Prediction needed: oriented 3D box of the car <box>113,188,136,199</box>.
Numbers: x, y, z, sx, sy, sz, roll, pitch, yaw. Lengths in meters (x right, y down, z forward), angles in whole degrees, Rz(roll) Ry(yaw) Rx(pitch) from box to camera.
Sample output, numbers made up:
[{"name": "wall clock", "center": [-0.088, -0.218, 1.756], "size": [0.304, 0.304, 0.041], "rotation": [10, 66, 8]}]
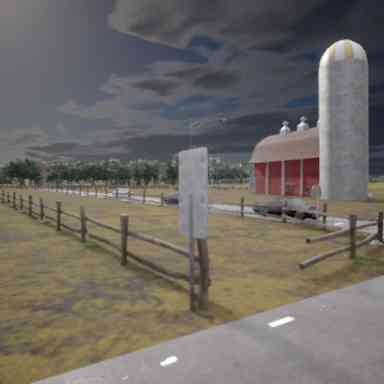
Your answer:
[{"name": "car", "center": [-9.326, 0.185, 45.550], "size": [1.812, 1.442, 4.674], "rotation": [-1, 2, -35]}]

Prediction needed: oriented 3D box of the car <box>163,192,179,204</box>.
[{"name": "car", "center": [-0.874, 0.669, 33.613], "size": [2.033, 1.411, 5.357], "rotation": [-1, 2, -35]}]

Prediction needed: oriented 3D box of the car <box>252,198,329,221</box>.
[{"name": "car", "center": [6.639, 1.107, 23.045], "size": [2.033, 1.411, 5.357], "rotation": [-1, 2, -36]}]
